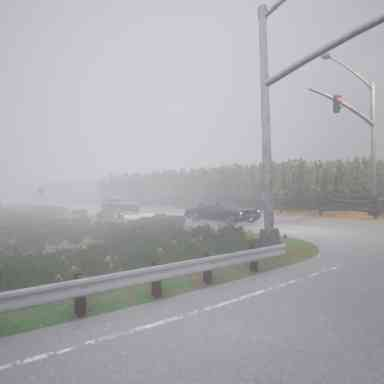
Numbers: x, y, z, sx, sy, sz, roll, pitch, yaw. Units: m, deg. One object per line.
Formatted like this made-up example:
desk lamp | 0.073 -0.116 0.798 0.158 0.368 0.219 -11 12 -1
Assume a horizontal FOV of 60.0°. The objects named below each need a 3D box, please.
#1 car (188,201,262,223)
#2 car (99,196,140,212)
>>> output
car | 1.727 1.173 19.489 1.895 1.301 4.718 -3 2 -40
car | -6.393 1.126 28.987 1.837 1.490 4.892 -3 2 -40
